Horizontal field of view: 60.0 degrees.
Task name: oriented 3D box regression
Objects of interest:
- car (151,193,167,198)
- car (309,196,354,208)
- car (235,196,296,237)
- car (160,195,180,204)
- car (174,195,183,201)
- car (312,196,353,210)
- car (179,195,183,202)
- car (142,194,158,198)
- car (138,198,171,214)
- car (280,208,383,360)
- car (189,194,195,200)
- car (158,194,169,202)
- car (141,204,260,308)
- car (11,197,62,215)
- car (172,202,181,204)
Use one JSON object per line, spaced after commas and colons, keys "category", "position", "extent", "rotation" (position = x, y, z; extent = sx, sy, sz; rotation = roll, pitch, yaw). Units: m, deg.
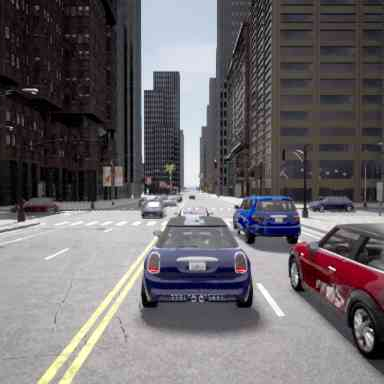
{"category": "car", "position": [-6.528, 1.445, 66.440], "extent": [2.128, 1.511, 4.902], "rotation": [0, 0, 1]}
{"category": "car", "position": [15.352, 1.273, 36.877], "extent": [4.553, 1.767, 2.097], "rotation": [0, 1, -1]}
{"category": "car", "position": [3.352, 1.209, 15.835], "extent": [2.150, 2.045, 5.566], "rotation": [0, 0, -2]}
{"category": "car", "position": [-3.344, 1.560, 51.588], "extent": [1.895, 1.301, 4.718], "rotation": [0, 0, 2]}
{"category": "car", "position": [-3.252, 1.500, 79.780], "extent": [1.994, 1.385, 4.181], "rotation": [0, 0, 0]}
{"category": "car", "position": [16.678, 1.319, 39.578], "extent": [4.097, 1.590, 1.967], "rotation": [0, 1, 0]}
{"category": "car", "position": [-3.254, 1.515, 69.116], "extent": [1.994, 1.385, 4.181], "rotation": [0, 0, 0]}
{"category": "car", "position": [-6.597, 1.453, 48.052], "extent": [2.128, 1.511, 4.902], "rotation": [0, 0, 0]}
{"category": "car", "position": [-3.351, 1.522, 29.858], "extent": [2.033, 1.411, 5.357], "rotation": [0, 0, 0]}
{"category": "car", "position": [3.345, 1.348, 6.125], "extent": [2.097, 1.767, 4.553], "rotation": [0, 0, 0]}
{"category": "car", "position": [-0.001, 1.447, 92.237], "extent": [1.837, 1.490, 4.892], "rotation": [0, 0, 0]}
{"category": "car", "position": [-6.502, 1.303, 77.149], "extent": [2.097, 1.767, 4.553], "rotation": [0, 0, 0]}
{"category": "car", "position": [0.095, 1.347, 8.084], "extent": [2.097, 1.767, 4.553], "rotation": [0, 0, 0]}
{"category": "car", "position": [-15.817, 1.346, 33.852], "extent": [4.553, 1.767, 2.097], "rotation": [0, 1, -8]}
{"category": "car", "position": [0.093, 1.478, 17.021], "extent": [2.128, 1.511, 4.902], "rotation": [0, 0, 0]}
